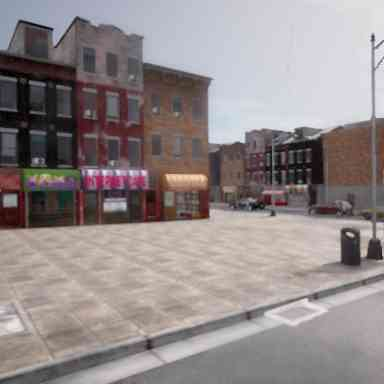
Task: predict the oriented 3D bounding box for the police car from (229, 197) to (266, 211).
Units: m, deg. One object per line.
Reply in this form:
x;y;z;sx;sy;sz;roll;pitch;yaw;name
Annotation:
6.695;1.419;41.055;1.930;1.638;5.238;-1;1;-36;police car

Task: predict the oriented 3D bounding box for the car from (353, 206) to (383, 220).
16.342;1.624;27.513;1.752;1.417;4.829;-1;1;-36;car

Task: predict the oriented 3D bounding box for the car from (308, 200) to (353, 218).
13.198;1.506;31.866;1.967;1.590;4.097;-1;1;-36;car
